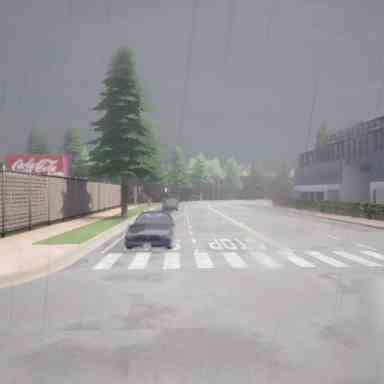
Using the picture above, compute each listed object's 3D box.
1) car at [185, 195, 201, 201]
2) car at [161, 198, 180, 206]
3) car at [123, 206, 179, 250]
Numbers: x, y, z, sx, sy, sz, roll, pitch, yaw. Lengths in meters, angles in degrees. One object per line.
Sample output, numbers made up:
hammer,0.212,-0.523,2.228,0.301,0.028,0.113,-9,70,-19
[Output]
car,0.199,1.180,64.650,2.097,1.767,4.553,0,0,20
car,-2.516,1.536,39.439,1.837,1.490,4.892,0,0,-2
car,-1.662,1.553,14.627,2.033,1.411,5.357,0,0,-1
